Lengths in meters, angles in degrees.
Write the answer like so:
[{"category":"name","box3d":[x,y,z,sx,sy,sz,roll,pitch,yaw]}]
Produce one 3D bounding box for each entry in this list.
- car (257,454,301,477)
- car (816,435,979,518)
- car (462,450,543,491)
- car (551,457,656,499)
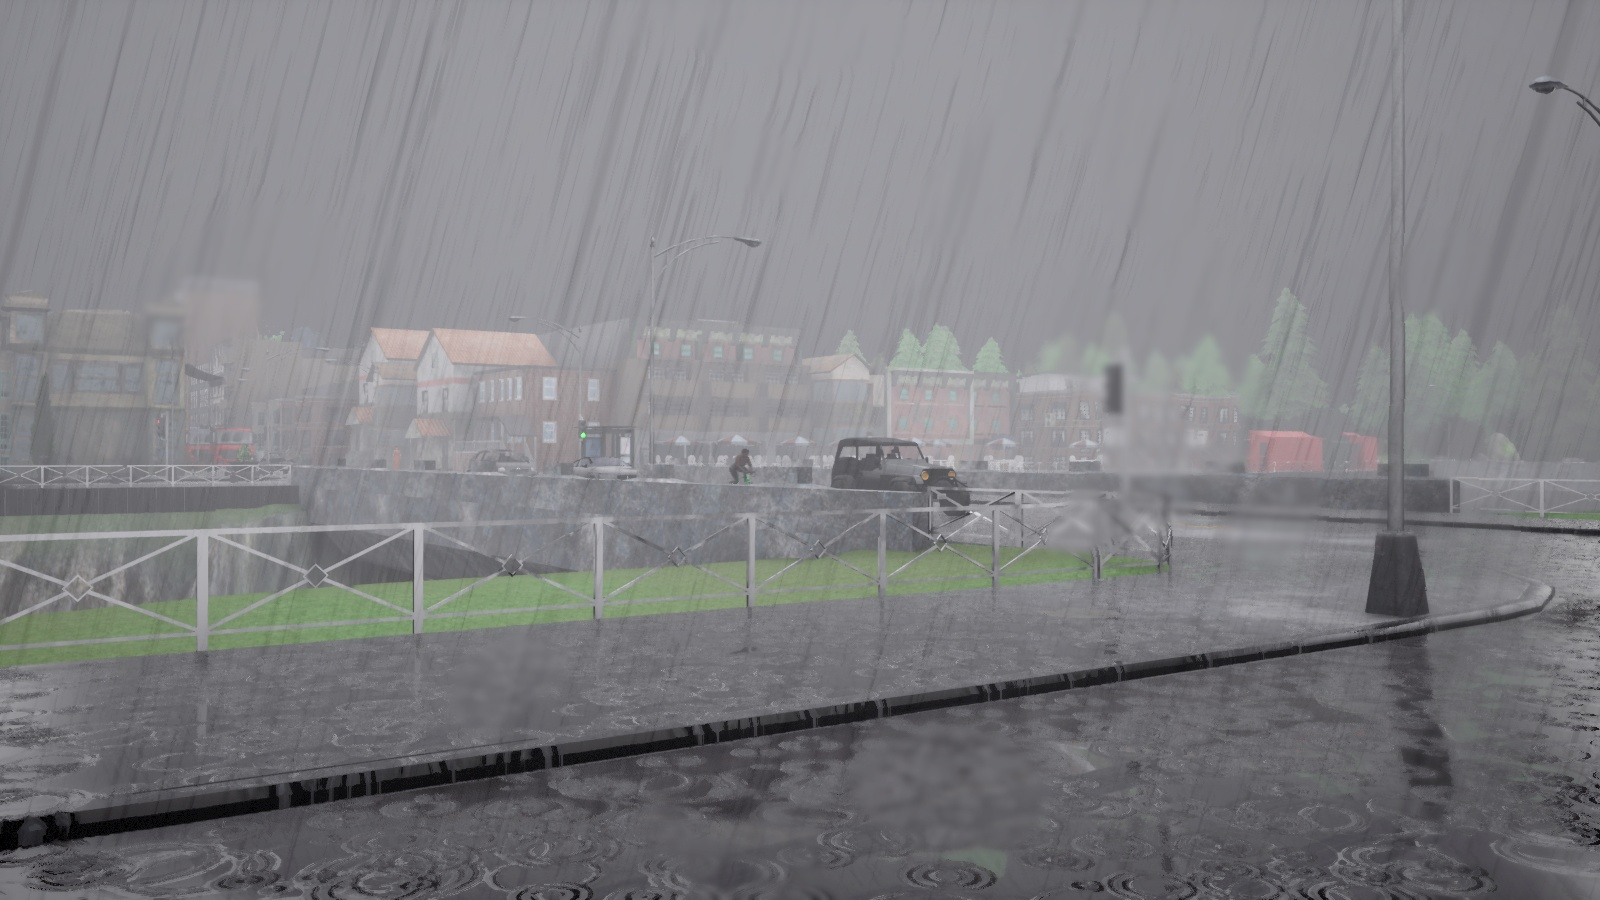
[{"category":"car","box3d":[-34.641,1.036,83.433,1.816,1.474,4.193,0,0,-35]},{"category":"car","box3d":[2.291,0.610,30.450,1.905,1.878,3.866,0,0,-35]},{"category":"car","box3d":[-12.170,0.793,51.207,1.851,1.617,3.988,0,0,-35]},{"category":"car","box3d":[-6.855,0.930,43.584,1.994,1.385,4.181,0,0,-34]}]
